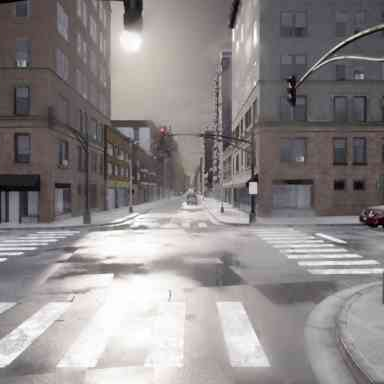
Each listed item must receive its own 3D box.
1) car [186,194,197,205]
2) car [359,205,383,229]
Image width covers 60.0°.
[{"bbox_3d":[-0.017,1.594,60.021,2.033,1.411,5.357,0,0,0],"label":"car"},{"bbox_3d":[12.053,1.123,18.376,5.009,1.841,2.192,-1,1,0],"label":"car"}]
